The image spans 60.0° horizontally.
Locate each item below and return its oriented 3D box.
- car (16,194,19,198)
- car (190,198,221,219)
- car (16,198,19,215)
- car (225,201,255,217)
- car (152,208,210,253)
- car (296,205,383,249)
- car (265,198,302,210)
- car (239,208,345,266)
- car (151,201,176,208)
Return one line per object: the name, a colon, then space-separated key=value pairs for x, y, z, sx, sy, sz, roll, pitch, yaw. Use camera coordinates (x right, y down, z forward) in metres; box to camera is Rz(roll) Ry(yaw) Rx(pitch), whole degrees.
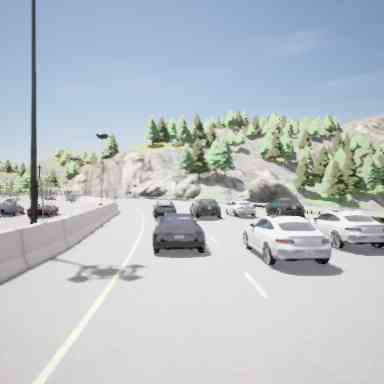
car: x=-36.188 y=1.159 z=67.785 sx=2.097 sy=1.767 sz=4.553 roll=0 pitch=0 yaw=-24
car: x=1.080 y=1.339 z=28.958 sx=2.097 sy=1.767 sz=4.553 roll=0 pitch=0 yaw=-9
car: x=-17.282 y=1.585 z=31.294 sx=1.994 sy=1.385 sz=4.181 roll=0 pitch=0 yaw=-11
car: x=4.396 y=1.506 z=30.462 sx=1.812 sy=1.442 sz=4.674 roll=0 pitch=0 yaw=-9
car: x=-0.592 y=1.560 z=13.779 sx=1.994 sy=1.385 sz=4.181 roll=0 pitch=0 yaw=-4
car: x=6.389 y=1.508 z=14.307 sx=1.812 sy=1.442 sz=4.674 roll=0 pitch=0 yaw=-4
car: x=8.078 y=1.326 z=29.483 sx=2.097 sy=1.767 sz=4.553 roll=0 pitch=0 yaw=-9
car: x=3.081 y=1.515 z=11.445 sx=1.812 sy=1.442 sz=4.674 roll=0 pitch=0 yaw=-4
car: x=-2.451 y=1.485 z=28.943 sx=2.128 sy=1.511 sz=4.902 roll=0 pitch=0 yaw=-9
